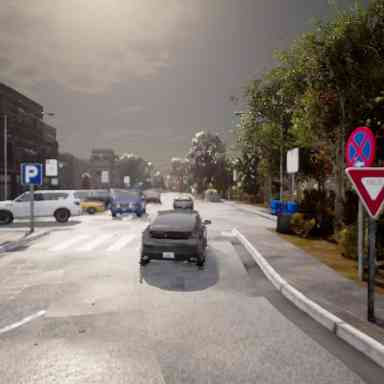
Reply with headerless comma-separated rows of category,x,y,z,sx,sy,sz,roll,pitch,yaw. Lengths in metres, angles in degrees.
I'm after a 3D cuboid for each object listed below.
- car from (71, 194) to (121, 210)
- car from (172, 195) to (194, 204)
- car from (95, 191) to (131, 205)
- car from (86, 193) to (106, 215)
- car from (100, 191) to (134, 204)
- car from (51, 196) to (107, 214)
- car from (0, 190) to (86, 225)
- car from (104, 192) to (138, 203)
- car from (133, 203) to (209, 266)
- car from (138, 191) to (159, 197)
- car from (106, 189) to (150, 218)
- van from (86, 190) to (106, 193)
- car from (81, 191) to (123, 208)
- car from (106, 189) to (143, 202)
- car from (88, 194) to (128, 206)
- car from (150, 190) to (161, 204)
car,-10.513,1.003,36.429,5.008,1.535,2.097,-1,1,-22
car,-0.849,1.065,32.130,2.128,1.511,4.902,0,1,-2
car,-10.791,0.767,45.443,4.553,1.767,2.185,-1,1,-22
car,-10.032,1.108,27.497,5.366,1.575,1.946,-1,1,-22
car,-10.888,0.731,48.442,4.553,1.767,2.185,-1,1,-22
car,-10.317,1.117,30.431,4.674,1.452,2.002,-1,1,-22
car,-10.007,0.939,21.398,5.566,2.045,2.435,-1,1,-22
car,-10.992,0.852,51.456,4.792,1.488,2.163,-1,0,-22
car,-0.466,1.341,10.948,1.837,1.490,4.892,1,1,3
car,-12.270,0.413,93.506,5.366,1.575,1.946,-1,0,-22
car,-4.877,0.867,26.224,2.150,2.045,5.566,0,1,-2
van,-10.527,0.816,33.379,4.442,1.987,1.878,-1,1,-22
car,-10.656,0.841,39.427,4.553,1.767,2.185,-1,1,-22
car,-11.091,0.537,54.451,5.566,2.045,2.435,-1,0,-22
car,-10.724,0.969,42.437,4.674,1.452,2.002,-1,1,-22
car,-5.568,0.852,48.522,1.882,1.535,5.008,0,0,-2
